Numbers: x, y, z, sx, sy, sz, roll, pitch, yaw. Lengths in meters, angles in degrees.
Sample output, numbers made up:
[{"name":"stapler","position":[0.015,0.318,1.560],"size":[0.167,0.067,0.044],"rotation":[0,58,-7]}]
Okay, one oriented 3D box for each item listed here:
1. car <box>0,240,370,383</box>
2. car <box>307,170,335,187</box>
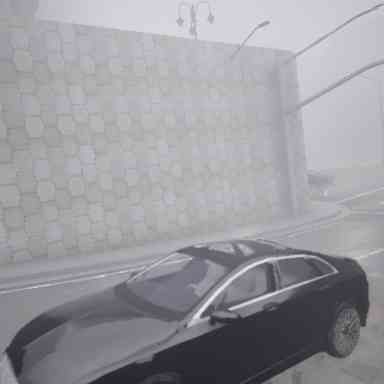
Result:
[{"name":"car","position":[0.361,1.457,4.255],"size":[4.902,1.511,2.128],"rotation":[-2,1,-36]},{"name":"car","position":[11.030,-1.315,31.322],"size":[1.812,1.442,4.674],"rotation":[-11,6,-35]}]
